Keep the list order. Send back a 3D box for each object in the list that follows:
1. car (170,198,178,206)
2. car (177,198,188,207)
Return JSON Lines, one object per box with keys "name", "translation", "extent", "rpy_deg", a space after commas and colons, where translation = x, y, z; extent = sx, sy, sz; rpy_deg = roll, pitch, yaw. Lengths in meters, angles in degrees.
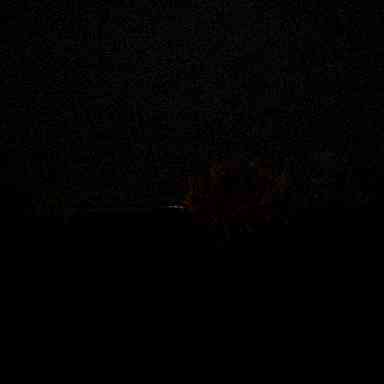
{"name": "car", "translation": [-2.300, 1.868, 64.844], "extent": [2.097, 1.767, 4.553], "rpy_deg": [-1, -1, 36]}
{"name": "car", "translation": [-0.021, 1.960, 61.918], "extent": [1.837, 1.490, 4.892], "rpy_deg": [-1, -1, 36]}
